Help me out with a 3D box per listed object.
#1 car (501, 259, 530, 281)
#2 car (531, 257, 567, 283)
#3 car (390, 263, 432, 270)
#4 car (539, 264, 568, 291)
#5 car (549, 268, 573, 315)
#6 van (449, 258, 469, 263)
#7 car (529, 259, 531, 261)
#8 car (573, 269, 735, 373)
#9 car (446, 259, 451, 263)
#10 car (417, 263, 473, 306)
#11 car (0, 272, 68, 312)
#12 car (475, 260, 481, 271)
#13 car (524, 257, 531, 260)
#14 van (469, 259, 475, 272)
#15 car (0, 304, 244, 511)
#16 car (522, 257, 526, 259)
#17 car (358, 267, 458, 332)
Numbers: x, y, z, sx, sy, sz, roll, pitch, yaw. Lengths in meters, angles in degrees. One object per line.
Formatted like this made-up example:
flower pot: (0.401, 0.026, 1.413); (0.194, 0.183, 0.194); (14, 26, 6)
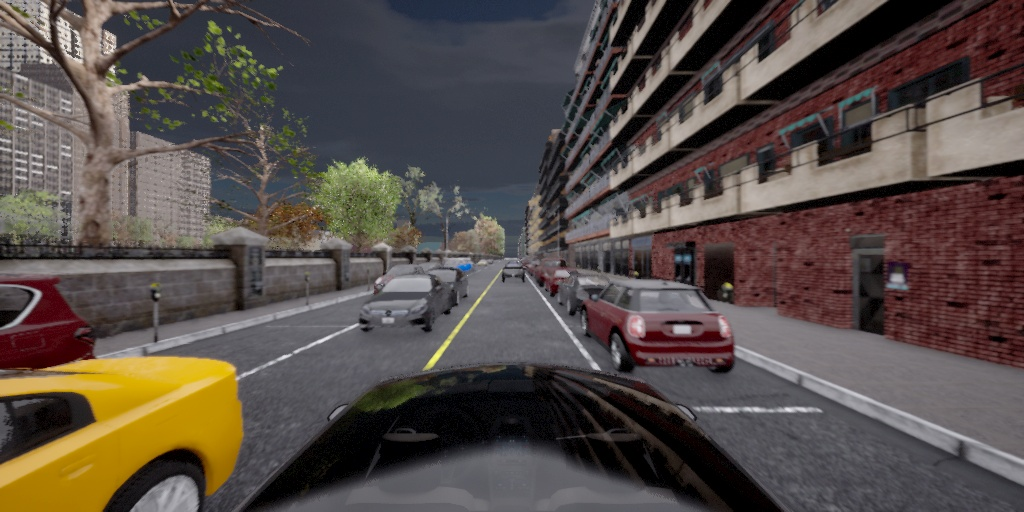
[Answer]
car: (0.109, 1.258, 29.832); (2.128, 1.511, 4.902); (0, 0, 0)
car: (2.700, 1.077, 24.504); (2.192, 1.841, 5.009); (0, 0, 0)
car: (-5.683, 1.199, 18.878); (1.967, 1.591, 4.097); (0, 0, 0)
car: (2.697, 1.303, 18.874); (1.888, 1.381, 4.507); (0, 0, 0)
car: (2.694, 1.305, 13.244); (2.007, 1.370, 4.403); (0, 0, 0)
van: (-5.677, 1.115, 35.768); (1.690, 1.789, 3.998); (0, 0, 0)
car: (2.703, 1.318, 35.764); (1.888, 1.381, 4.507); (0, 0, 0)
car: (2.693, 1.192, 7.614); (1.967, 1.591, 4.097); (0, 0, 0)
car: (-5.681, 1.203, 24.508); (1.967, 1.591, 4.097); (0, 0, 0)
car: (-3.032, 1.279, 15.816); (1.837, 1.490, 4.892); (0, 1, 1)
car: (-5.690, 1.065, 1.988); (2.192, 1.841, 5.009); (0, 0, 0)
car: (-5.672, 1.340, 47.027); (2.007, 1.370, 4.403); (0, 0, 0)
car: (2.706, 1.220, 41.393); (1.967, 1.591, 4.097); (0, 0, 0)
van: (-5.674, 1.122, 41.397); (1.690, 1.789, 3.998); (0, 0, 0)
car: (-3.081, 1.228, 0.746); (1.882, 1.535, 5.008); (0, 0, 0)
car: (2.710, 1.114, 52.654); (2.192, 1.841, 5.009); (0, 0, 0)
car: (-2.997, 1.269, 11.011); (1.812, 1.442, 4.674); (0, 1, 0)
